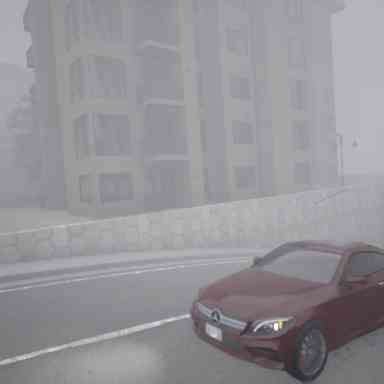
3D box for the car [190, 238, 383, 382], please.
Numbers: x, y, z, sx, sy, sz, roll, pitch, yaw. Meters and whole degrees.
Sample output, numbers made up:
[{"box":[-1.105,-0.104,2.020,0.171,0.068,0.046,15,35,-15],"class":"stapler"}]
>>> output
[{"box":[2.151,1.560,5.591,4.674,1.442,1.812,2,-1,-36],"class":"car"}]
